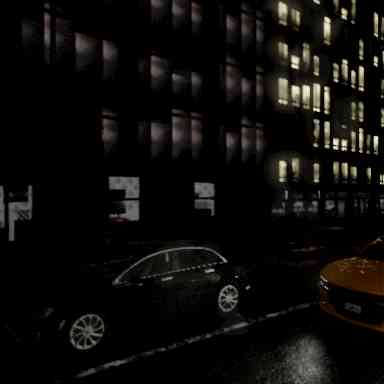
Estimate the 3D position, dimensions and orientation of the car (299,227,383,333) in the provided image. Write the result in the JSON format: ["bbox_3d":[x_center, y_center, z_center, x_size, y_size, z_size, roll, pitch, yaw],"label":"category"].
[{"bbox_3d":[4.531,1.540,6.591,5.008,1.535,1.882,1,0,-35],"label":"car"}]

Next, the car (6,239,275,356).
[{"bbox_3d":[-0.818,1.572,5.981,4.403,1.369,2.008,1,-1,-35],"label":"car"}]

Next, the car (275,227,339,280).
[{"bbox_3d":[3.816,1.652,9.271,4.206,1.307,1.802,1,-1,-35],"label":"car"}]
